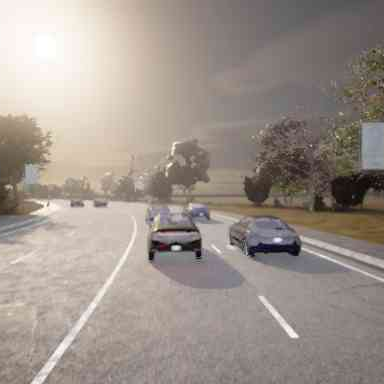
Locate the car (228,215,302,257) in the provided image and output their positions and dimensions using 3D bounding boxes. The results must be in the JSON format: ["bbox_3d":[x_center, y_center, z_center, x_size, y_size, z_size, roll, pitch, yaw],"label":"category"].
[{"bbox_3d":[2.721,1.610,13.327,1.994,1.385,4.181,0,0,-6],"label":"car"}]

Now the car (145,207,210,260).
[{"bbox_3d":[-0.733,1.539,12.763,2.128,1.511,4.902,0,0,-6],"label":"car"}]

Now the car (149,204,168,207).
[{"bbox_3d":[-2.580,1.644,25.665,2.033,1.411,5.357,0,0,-10],"label":"car"}]

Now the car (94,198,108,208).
[{"bbox_3d":[-14.732,1.677,53.679,1.882,1.535,5.008,0,0,-22],"label":"car"}]

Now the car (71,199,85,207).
[{"bbox_3d":[-18.594,1.760,53.909,1.994,1.385,4.181,0,0,-22],"label":"car"}]

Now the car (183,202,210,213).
[{"bbox_3d":[0.293,1.633,29.038,1.812,1.442,4.674,0,0,-12],"label":"car"}]
